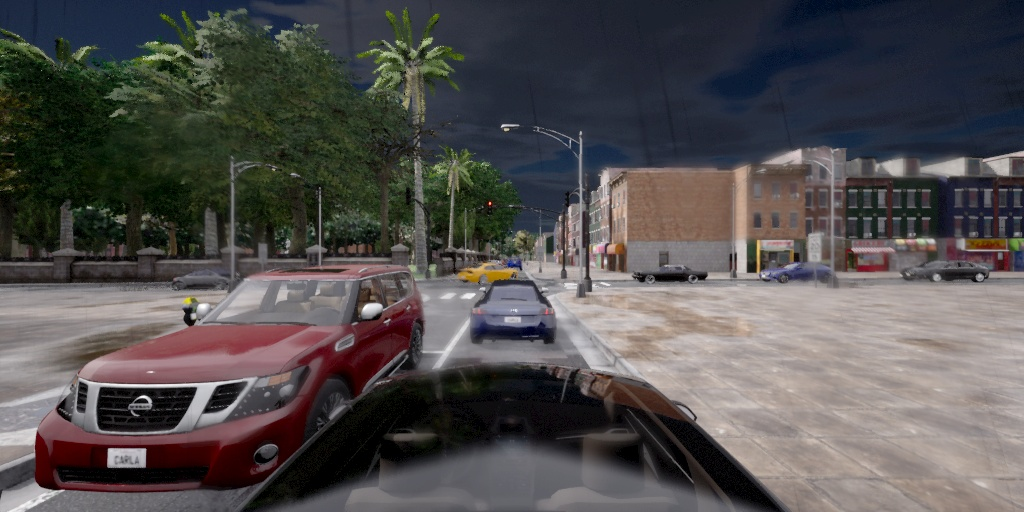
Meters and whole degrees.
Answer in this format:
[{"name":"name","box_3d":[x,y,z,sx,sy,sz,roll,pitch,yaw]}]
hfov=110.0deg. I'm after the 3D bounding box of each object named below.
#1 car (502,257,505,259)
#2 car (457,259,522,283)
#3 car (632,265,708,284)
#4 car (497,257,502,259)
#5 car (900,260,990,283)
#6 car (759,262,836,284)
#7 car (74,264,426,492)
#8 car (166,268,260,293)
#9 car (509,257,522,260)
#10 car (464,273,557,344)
[{"name":"car","box_3d":[-2.365,1.290,48.803,1.967,1.591,4.097,0,0,0]},{"name":"car","box_3d":[-1.655,1.257,26.259,1.882,1.535,5.008,2,1,44]},{"name":"car","box_3d":[10.982,1.279,25.271,4.718,1.301,1.895,0,0,1]},{"name":"car","box_3d":[-2.399,1.268,43.115,1.967,1.591,4.097,0,0,0]},{"name":"car","box_3d":[30.271,1.072,25.167,4.892,1.490,1.837,0,0,0]},{"name":"car","box_3d":[20.030,1.145,25.218,4.674,1.442,1.812,0,0,0]},{"name":"car","box_3d":[-2.622,1.065,4.970,2.192,1.841,5.009,0,0,0]},{"name":"car","box_3d":[-18.586,1.497,22.446,4.181,1.385,1.994,-1,0,0]},{"name":"car","box_3d":[0.416,1.103,56.040,2.150,2.045,5.566,0,0,0]},{"name":"car","box_3d":[0.042,1.316,9.585,1.994,1.385,4.181,0,0,0]}]
